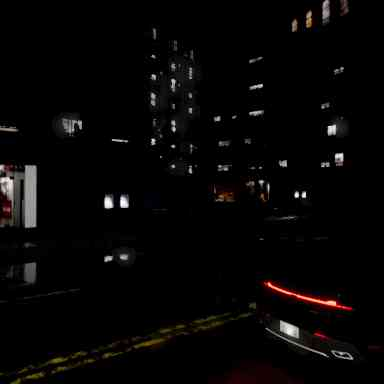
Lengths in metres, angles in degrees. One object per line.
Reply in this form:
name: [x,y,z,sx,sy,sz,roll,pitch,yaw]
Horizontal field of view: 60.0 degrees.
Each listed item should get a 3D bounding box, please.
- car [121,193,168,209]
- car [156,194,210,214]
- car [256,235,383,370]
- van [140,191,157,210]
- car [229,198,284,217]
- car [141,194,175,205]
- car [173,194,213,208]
car: [-5.156,0.930,35.883,4.902,1.511,2.128,1,1,37]
car: [-0.603,1.137,29.225,4.403,1.369,2.008,1,0,37]
car: [3.237,1.507,5.620,4.892,1.490,1.837,0,0,-35]
van: [-5.010,0.817,32.552,3.998,1.788,1.690,1,0,37]
car: [5.335,1.227,27.990,4.674,1.442,1.812,1,1,37]
car: [-4.359,0.961,42.548,4.206,1.307,1.802,1,0,37]
car: [0.054,1.041,39.223,4.403,1.369,2.008,1,0,37]
